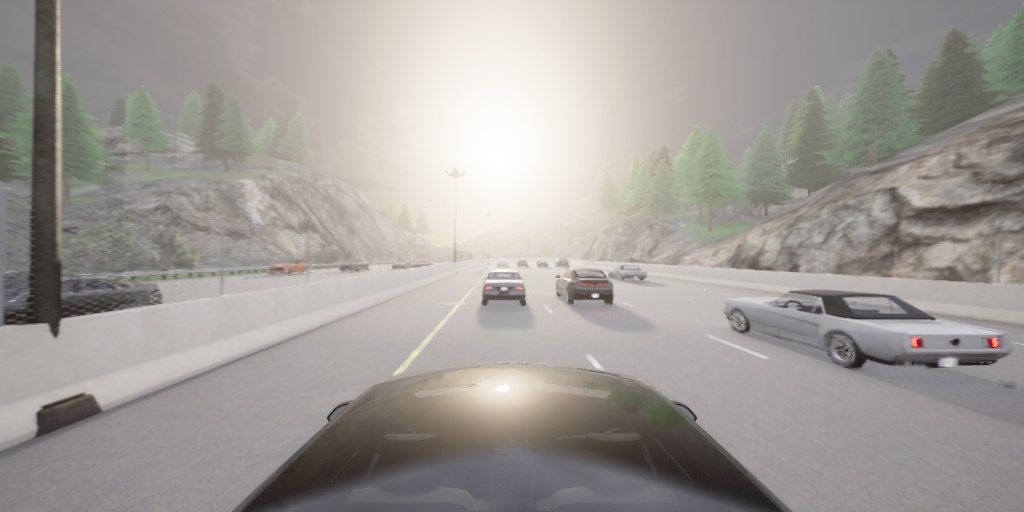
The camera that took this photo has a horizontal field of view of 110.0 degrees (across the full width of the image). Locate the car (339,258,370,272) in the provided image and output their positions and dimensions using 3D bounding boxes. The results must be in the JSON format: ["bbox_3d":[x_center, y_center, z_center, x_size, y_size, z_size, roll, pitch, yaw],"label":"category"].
[{"bbox_3d":[-18.765,0.978,42.827,2.097,1.767,4.553,0,0,-1],"label":"car"}]

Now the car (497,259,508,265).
[{"bbox_3d":[-1.657,1.255,64.736,1.812,1.442,4.674,0,0,-1],"label":"car"}]

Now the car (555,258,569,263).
[{"bbox_3d":[8.857,1.148,64.029,2.097,1.767,4.553,0,0,-1],"label":"car"}]

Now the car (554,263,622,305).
[{"bbox_3d":[3.142,1.272,16.228,1.837,1.490,4.892,0,0,-2],"label":"car"}]

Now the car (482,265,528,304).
[{"bbox_3d":[-0.366,1.293,16.154,2.033,1.411,5.357,0,0,-1],"label":"car"}]

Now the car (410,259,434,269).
[{"bbox_3d":[-11.920,1.145,48.838,1.882,1.535,5.008,0,0,-1],"label":"car"}]

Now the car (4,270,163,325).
[{"bbox_3d":[-10.832,1.172,8.160,2.128,1.511,4.902,0,0,-2],"label":"car"}]

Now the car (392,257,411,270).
[{"bbox_3d":[-15.479,1.192,51.082,2.033,1.411,5.357,0,0,-1],"label":"car"}]

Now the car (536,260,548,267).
[{"bbox_3d":[5.326,1.374,64.565,1.895,1.301,4.718,0,0,-1],"label":"car"}]

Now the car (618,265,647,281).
[{"bbox_3d":[9.747,1.407,30.633,1.895,1.301,4.718,0,0,-2],"label":"car"}]

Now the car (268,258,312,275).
[{"bbox_3d":[-22.080,0.957,35.773,2.097,1.767,4.553,0,0,-1],"label":"car"}]

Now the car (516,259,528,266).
[{"bbox_3d":[1.842,1.256,64.714,1.837,1.490,4.892,0,0,-1],"label":"car"}]

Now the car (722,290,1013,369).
[{"bbox_3d":[6.869,1.393,7.910,1.895,1.301,4.718,0,0,-2],"label":"car"}]
